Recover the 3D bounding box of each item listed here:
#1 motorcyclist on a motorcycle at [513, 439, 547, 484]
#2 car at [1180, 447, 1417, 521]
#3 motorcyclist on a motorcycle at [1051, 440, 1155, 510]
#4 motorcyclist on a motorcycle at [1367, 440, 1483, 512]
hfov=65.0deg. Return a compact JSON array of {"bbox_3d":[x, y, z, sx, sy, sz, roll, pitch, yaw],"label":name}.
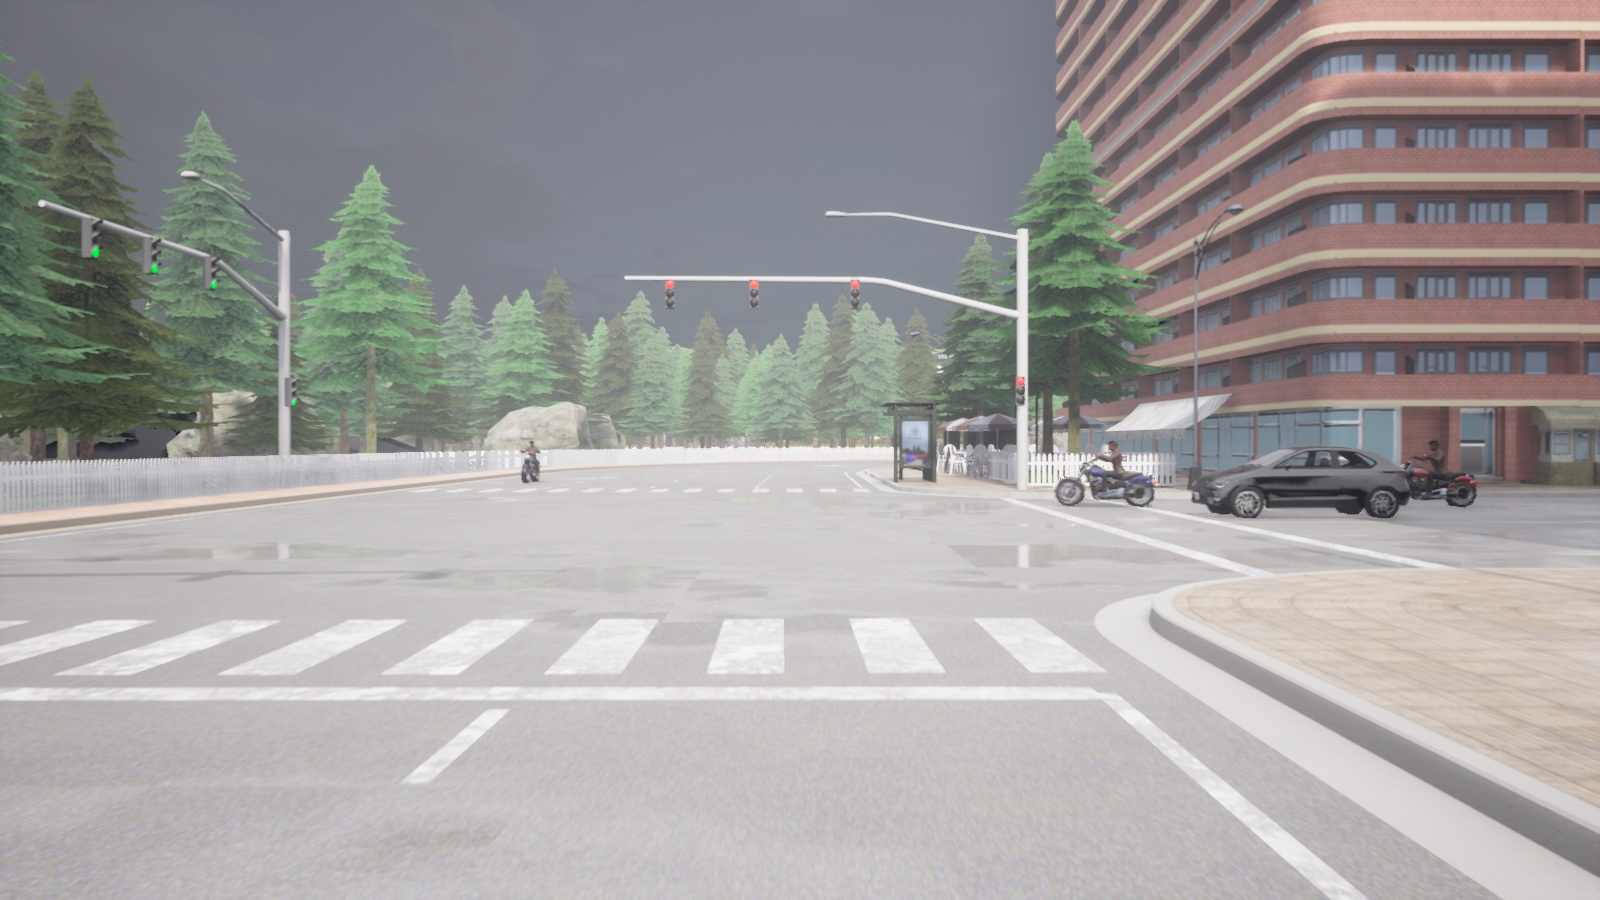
[{"bbox_3d":[-10.160,0.422,47.270,0.766,1.649,2.350,0,0,0],"label":"motorcyclist on a motorcycle"},{"bbox_3d":[10.251,0.677,26.049,4.193,1.474,1.816,0,0,0],"label":"car"},{"bbox_3d":[7.183,0.589,29.904,2.350,1.649,0.766,0,-1,9],"label":"motorcyclist on a motorcycle"},{"bbox_3d":[14.677,0.598,29.531,2.350,1.649,0.766,0,0,0],"label":"motorcyclist on a motorcycle"}]
